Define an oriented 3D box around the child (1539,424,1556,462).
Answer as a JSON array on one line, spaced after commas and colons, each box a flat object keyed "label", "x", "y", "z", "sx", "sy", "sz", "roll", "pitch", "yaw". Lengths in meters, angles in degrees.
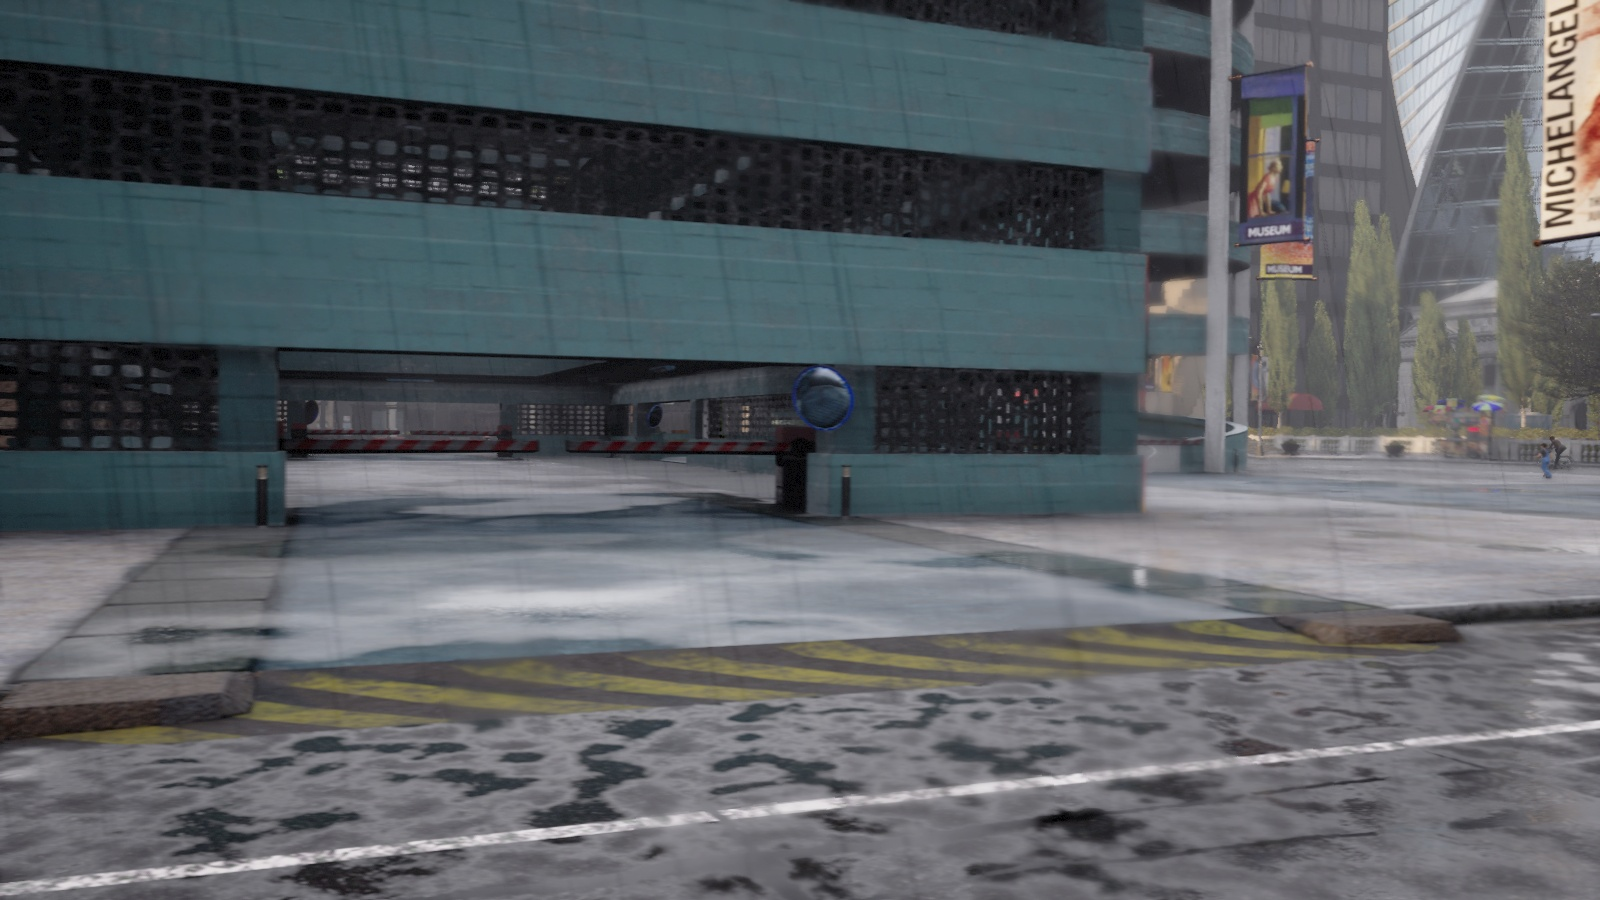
[{"label": "child", "x": 25.497, "y": -0.240, "z": 42.846, "sx": 0.270, "sy": 1.263, "sz": 0.437, "roll": -1, "pitch": 1, "yaw": -27}]
